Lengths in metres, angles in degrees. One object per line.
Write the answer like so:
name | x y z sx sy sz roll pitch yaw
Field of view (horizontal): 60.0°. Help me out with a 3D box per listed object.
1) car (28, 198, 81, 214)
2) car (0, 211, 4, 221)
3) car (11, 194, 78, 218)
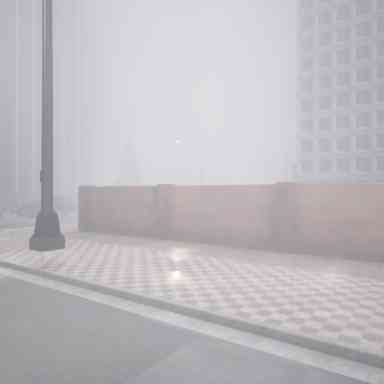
car | -14.736 1.478 35.885 1.882 1.535 5.008 0 0 35
car | -15.485 1.477 22.510 1.882 1.535 5.008 0 0 37
car | -13.778 1.221 31.164 2.150 2.045 5.566 0 0 35
